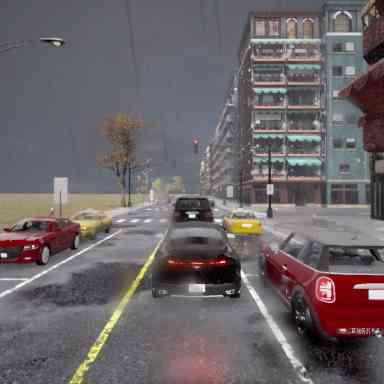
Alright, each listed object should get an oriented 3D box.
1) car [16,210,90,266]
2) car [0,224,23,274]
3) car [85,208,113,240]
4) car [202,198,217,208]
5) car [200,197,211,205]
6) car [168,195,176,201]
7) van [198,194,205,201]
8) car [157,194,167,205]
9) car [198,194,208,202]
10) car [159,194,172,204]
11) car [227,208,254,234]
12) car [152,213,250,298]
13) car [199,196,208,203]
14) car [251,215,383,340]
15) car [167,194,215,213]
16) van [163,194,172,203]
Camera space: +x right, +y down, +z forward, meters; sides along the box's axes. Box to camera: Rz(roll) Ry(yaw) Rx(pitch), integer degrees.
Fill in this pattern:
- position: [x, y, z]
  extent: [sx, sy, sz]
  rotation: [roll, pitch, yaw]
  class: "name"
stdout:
- position: [-5.315, 1.548, 11.653]
  extent: [1.887, 1.381, 4.507]
  rotation: [1, 0, 0]
  class: "car"
- position: [-5.311, 1.552, 6.116]
  extent: [2.008, 1.369, 4.403]
  rotation: [1, 0, 0]
  class: "car"
- position: [-5.318, 1.529, 17.019]
  extent: [1.752, 1.417, 4.829]
  rotation: [1, 0, 0]
  class: "car"
- position: [2.538, 1.565, 50.136]
  extent: [2.008, 1.369, 4.403]
  rotation: [1, 0, 0]
  class: "car"
- position: [2.529, 1.599, 61.458]
  extent: [1.802, 1.307, 4.206]
  rotation: [1, 0, 0]
  class: "car"
- position: [-5.371, 1.609, 89.246]
  extent: [1.802, 1.307, 4.206]
  rotation: [1, 0, 0]
  class: "car"
- position: [2.512, 1.368, 89.763]
  extent: [1.690, 1.788, 3.998]
  rotation: [1, 0, 0]
  class: "van"
- position: [-5.349, 1.457, 60.975]
  extent: [1.967, 1.590, 4.097]
  rotation: [1, 0, 0]
  class: "car"
- position: [2.520, 1.338, 78.441]
  extent: [2.192, 1.841, 5.009]
  rotation: [1, 0, 0]
  class: "car"
- position: [-5.351, 1.334, 66.630]
  extent: [2.192, 1.841, 5.009]
  rotation: [1, 0, 0]
  class: "car"
- position: [2.561, 1.530, 17.791]
  extent: [1.752, 1.417, 4.829]
  rotation: [1, 0, 0]
  class: "car"
- position: [0.093, 1.507, 8.491]
  extent: [1.837, 1.490, 4.892]
  rotation: [0, 0, 0]
  class: "car"
- position: [2.521, 1.587, 72.780]
  extent: [1.947, 1.339, 4.313]
  rotation: [1, 0, 0]
  class: "car"
- position: [2.570, 1.442, 6.532]
  extent: [1.967, 1.590, 4.097]
  rotation: [1, 0, 0]
  class: "car"
- position: [0.068, 1.226, 18.345]
  extent: [2.150, 2.045, 5.566]
  rotation: [0, 0, 1]
  class: "car"
- position: [-5.356, 1.362, 72.284]
  extent: [1.690, 1.788, 3.998]
  rotation: [1, 0, 0]
  class: "van"
